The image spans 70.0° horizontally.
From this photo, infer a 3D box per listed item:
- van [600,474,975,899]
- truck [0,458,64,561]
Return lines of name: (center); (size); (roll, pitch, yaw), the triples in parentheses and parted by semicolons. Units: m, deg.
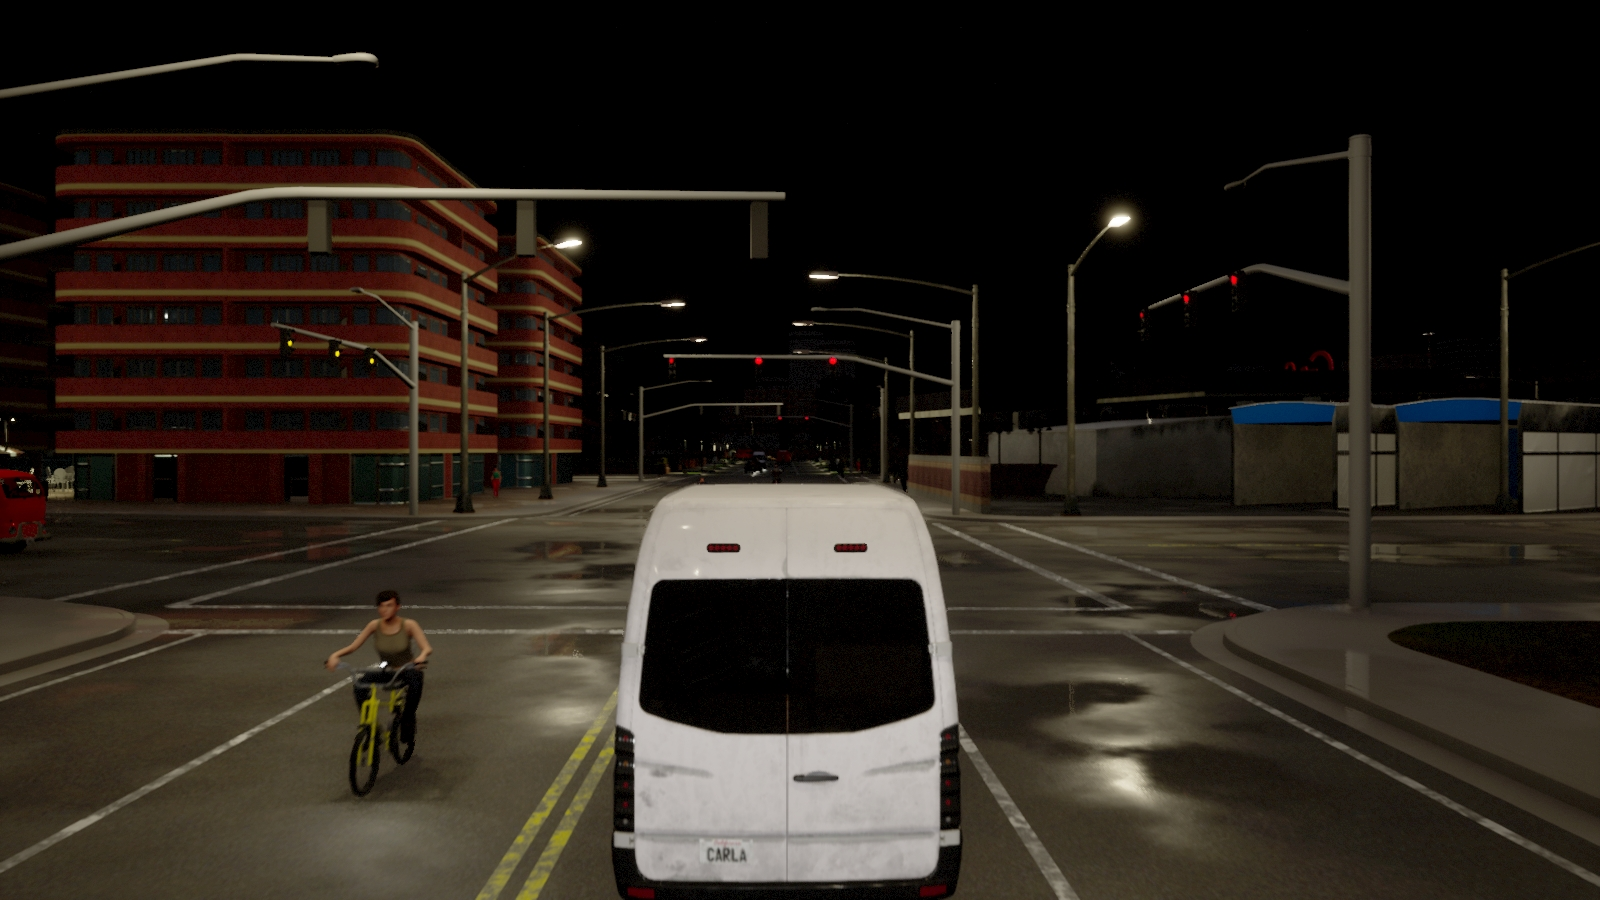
van: (-0.123, 1.534, 9.008); (1.988, 2.561, 5.915); (0, 0, -1)
truck: (-21.928, 1.427, 28.678); (5.204, 2.467, 2.627); (1, 0, 0)
